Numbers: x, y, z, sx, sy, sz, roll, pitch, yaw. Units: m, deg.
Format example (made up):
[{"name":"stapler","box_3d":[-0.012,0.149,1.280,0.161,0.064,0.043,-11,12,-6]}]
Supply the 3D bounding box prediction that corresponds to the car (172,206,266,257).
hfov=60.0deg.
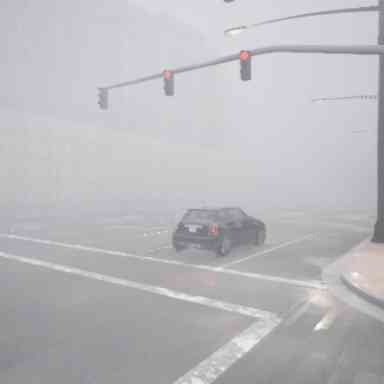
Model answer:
[{"name":"car","box_3d":[1.234,1.327,13.231,2.097,1.767,4.553,0,0,35]}]
